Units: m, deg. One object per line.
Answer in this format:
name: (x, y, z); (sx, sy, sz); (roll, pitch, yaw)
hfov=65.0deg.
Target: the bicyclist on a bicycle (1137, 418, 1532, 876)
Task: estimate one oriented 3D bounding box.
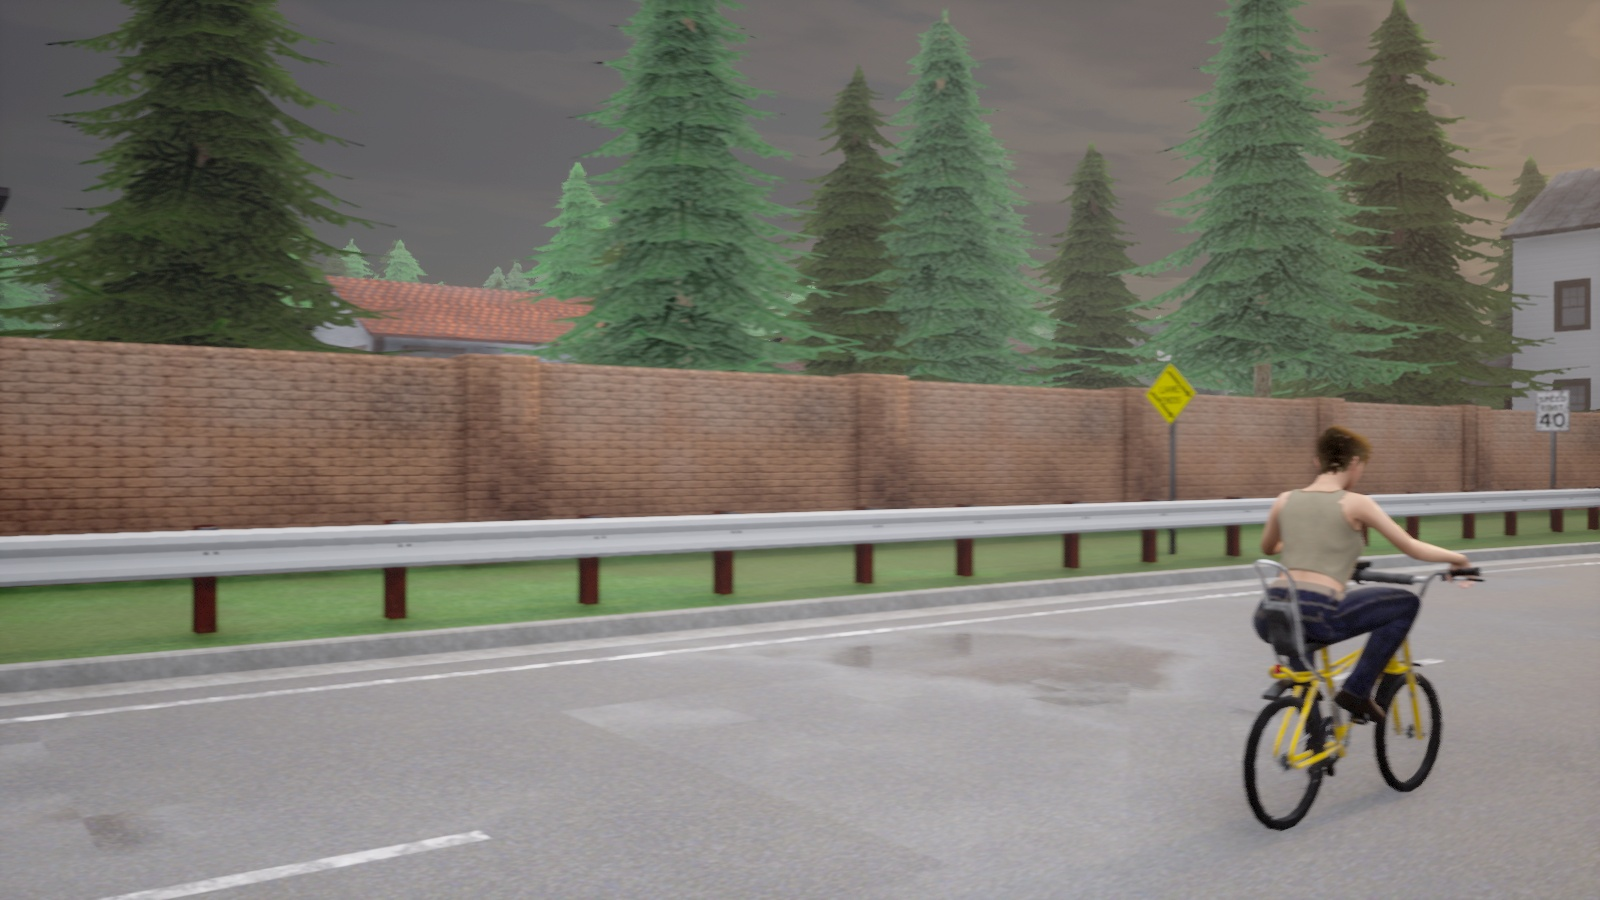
bicyclist on a bicycle: (2.239, 0.695, 5.221); (1.509, 1.612, 0.866); (0, 0, -37)
